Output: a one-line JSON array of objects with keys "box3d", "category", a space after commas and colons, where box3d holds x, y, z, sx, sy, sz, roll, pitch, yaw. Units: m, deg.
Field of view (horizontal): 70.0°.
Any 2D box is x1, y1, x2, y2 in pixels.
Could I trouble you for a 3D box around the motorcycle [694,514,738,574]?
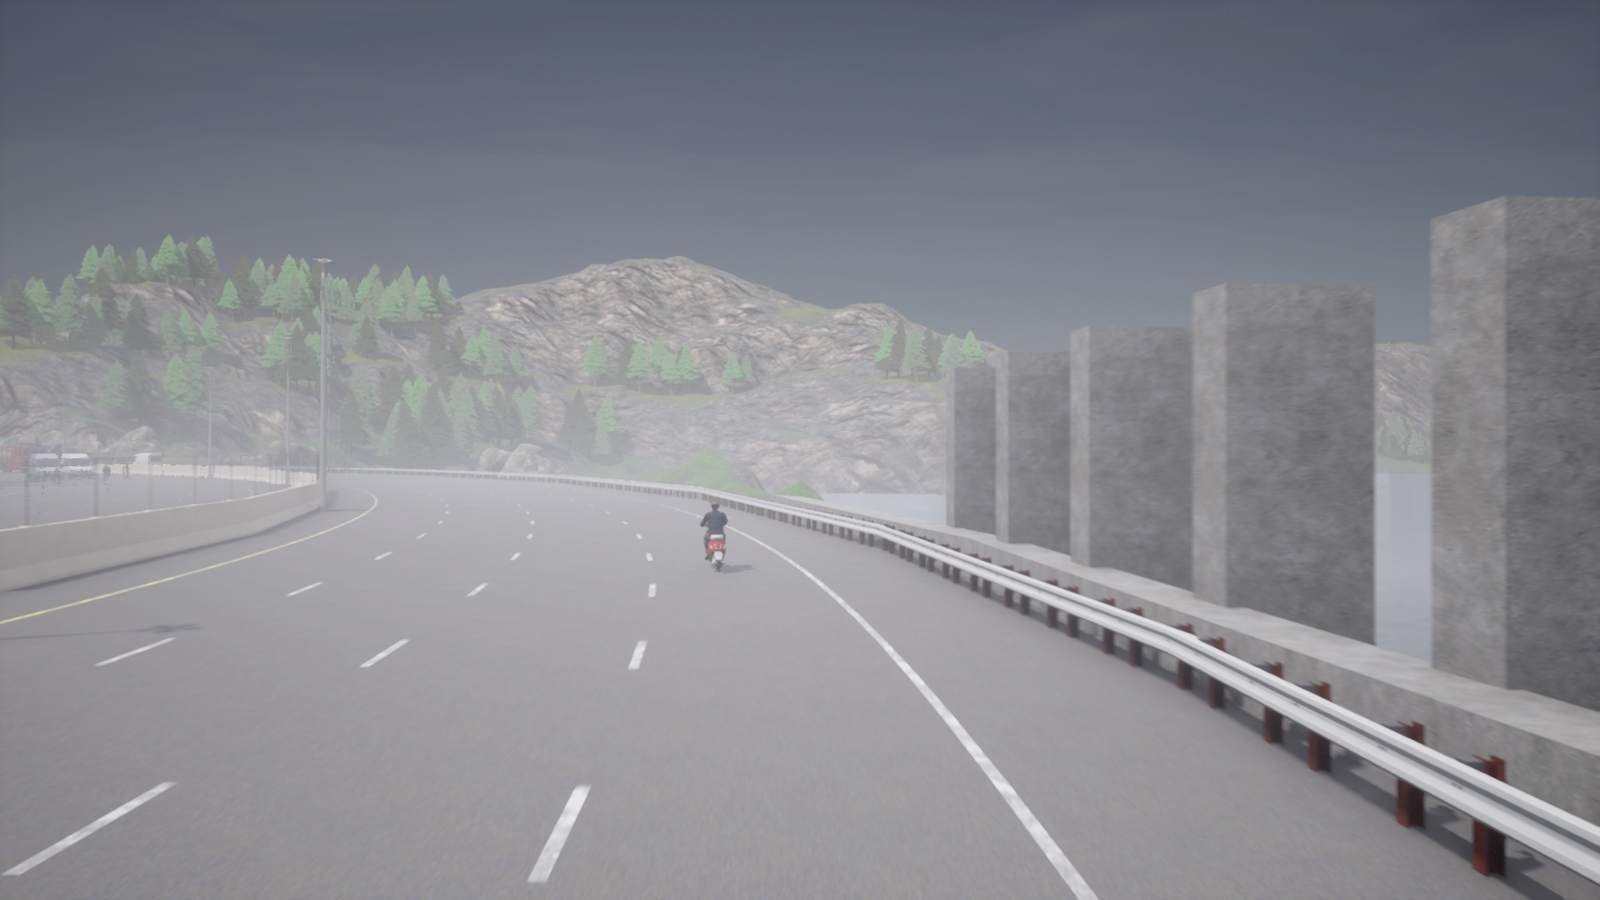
[{"box3d": [-2.001, 2.198, 27.076, 0.856, 1.236, 1.805, -2, 0, -9], "category": "motorcycle"}]
